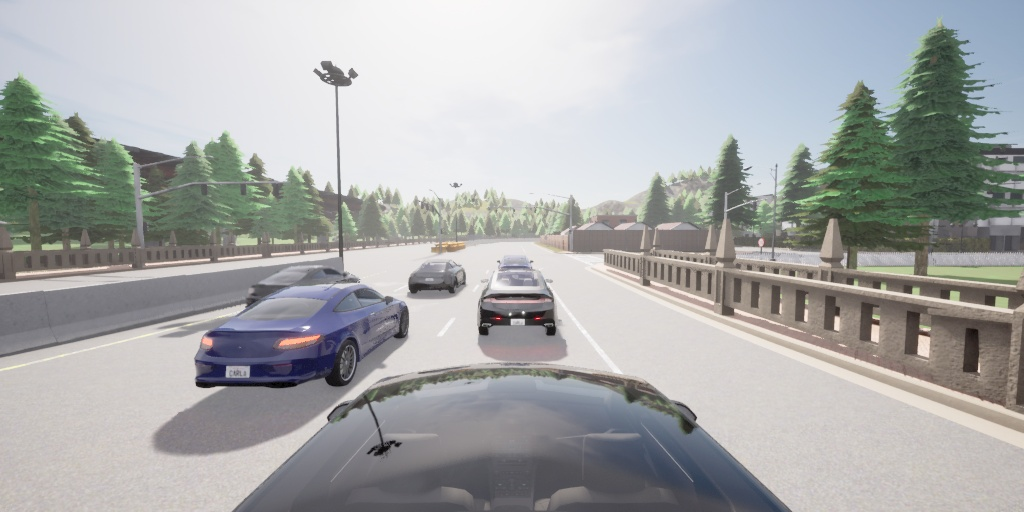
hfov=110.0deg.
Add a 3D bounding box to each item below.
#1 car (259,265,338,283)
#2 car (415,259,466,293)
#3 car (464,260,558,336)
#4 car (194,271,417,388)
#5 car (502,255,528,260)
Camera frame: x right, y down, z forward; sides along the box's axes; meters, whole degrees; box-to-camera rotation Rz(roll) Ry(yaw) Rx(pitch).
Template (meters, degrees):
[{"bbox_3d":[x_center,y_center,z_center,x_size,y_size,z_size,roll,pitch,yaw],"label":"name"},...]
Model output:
[{"bbox_3d":[-6.853,1.021,12.288,1.812,1.442,4.674,0,3,0],"label":"car"},{"bbox_3d":[-3.343,0.823,16.644,1.994,1.385,4.181,0,3,1],"label":"car"},{"bbox_3d":[0.133,1.083,9.918,2.128,1.511,4.902,0,2,0],"label":"car"},{"bbox_3d":[-3.378,1.214,6.732,1.812,1.442,4.674,0,1,0],"label":"car"},{"bbox_3d":[0.170,0.658,18.917,1.812,1.442,4.674,0,3,0],"label":"car"}]
